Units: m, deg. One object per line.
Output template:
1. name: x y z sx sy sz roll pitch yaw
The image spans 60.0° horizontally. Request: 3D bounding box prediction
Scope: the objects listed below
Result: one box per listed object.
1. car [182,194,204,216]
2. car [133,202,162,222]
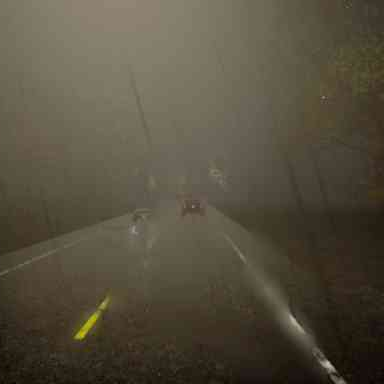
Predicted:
1. car: 0.101 1.372 32.935 2.097 1.767 4.553 0 0 0
2. car: -3.511 1.542 26.765 1.812 1.442 4.674 0 0 0
